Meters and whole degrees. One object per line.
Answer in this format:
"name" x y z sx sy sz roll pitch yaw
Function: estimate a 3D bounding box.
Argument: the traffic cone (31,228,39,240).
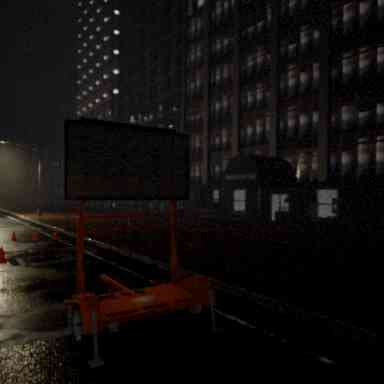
"traffic cone" -8.081 2.179 17.178 0.340 0.580 0.340 1 -1 -35

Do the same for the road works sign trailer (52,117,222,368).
"road works sign trailer" -1.198 0.552 6.184 2.380 3.560 2.880 1 -1 -34

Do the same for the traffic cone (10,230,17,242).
"traffic cone" -8.904 2.169 16.609 0.340 0.580 0.340 1 -1 -35

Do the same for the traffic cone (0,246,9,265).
"traffic cone" -6.316 2.098 11.105 0.340 0.580 0.340 1 -1 -35
